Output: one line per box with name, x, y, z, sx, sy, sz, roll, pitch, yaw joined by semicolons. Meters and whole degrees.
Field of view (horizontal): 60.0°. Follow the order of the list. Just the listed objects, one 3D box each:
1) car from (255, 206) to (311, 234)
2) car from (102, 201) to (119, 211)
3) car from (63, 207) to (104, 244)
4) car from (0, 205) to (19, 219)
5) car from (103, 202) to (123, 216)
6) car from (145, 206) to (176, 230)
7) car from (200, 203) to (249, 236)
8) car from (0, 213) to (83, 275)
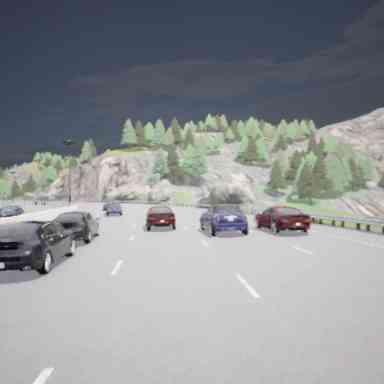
car;5.306;1.591;20.140;1.882;1.535;5.008;-1;-1;-8
car;-12.736;2.218;51.809;1.994;1.385;4.181;-1;-1;-20
car;-5.932;1.746;17.094;1.837;1.490;4.892;-1;-1;-8
car;-19.335;2.123;35.753;1.812;1.442;4.674;-1;-1;-14
car;-9.247;2.040;39.537;2.033;1.411;5.357;-1;-1;-15
car;-2.281;1.727;23.487;1.882;1.535;5.008;-1;-1;-9
car;1.789;1.512;19.902;2.097;1.767;4.553;-1;-1;-8
car;-5.223;1.680;10.996;1.837;1.490;4.892;-1;-1;-6
